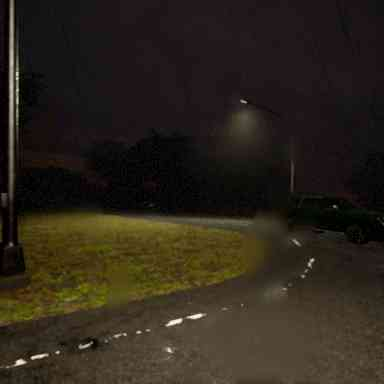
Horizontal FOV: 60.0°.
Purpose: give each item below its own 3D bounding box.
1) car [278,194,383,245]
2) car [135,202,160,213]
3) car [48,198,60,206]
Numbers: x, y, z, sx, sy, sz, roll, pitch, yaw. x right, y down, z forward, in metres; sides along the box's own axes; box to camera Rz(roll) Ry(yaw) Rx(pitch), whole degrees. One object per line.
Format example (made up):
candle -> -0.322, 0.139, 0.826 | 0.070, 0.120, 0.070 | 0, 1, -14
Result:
car -> 6.711, 1.168, 15.881 | 2.150, 2.045, 5.566 | 3, -1, -35
car -> -6.334, 2.126, 46.851 | 2.128, 1.511, 4.902 | 4, -3, -35
car -> -30.334, 2.105, 73.087 | 2.097, 1.767, 4.553 | 4, -3, -27
